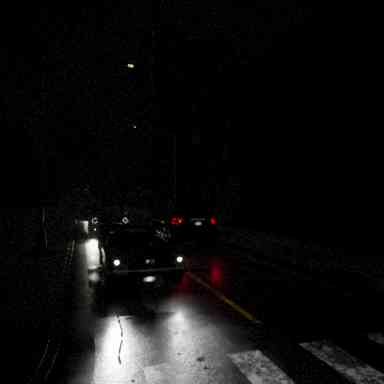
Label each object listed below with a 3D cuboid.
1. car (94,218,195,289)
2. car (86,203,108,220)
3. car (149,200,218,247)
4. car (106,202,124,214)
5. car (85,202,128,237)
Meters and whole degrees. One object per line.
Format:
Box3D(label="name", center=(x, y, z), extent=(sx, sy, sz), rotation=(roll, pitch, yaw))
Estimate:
Box3D(label="car", center=(-1.650, 1.665, 9.576), extent=(1.895, 1.301, 4.718), rotation=(1, -1, -19))
Box3D(label="car", center=(-9.492, 1.852, 32.956), extent=(1.882, 1.535, 5.008), rotation=(1, -1, -18))
Box3D(label="car", center=(-0.618, 1.383, 15.787), extent=(2.150, 2.045, 5.566), rotation=(1, -1, -19))
Box3D(label="car", center=(-10.399, 2.096, 44.830), extent=(1.837, 1.490, 4.892), rotation=(1, -1, -19))
Box3D(label="car", center=(-4.906, 1.528, 19.274), extent=(2.097, 1.767, 4.553), rotation=(1, -1, -19))
